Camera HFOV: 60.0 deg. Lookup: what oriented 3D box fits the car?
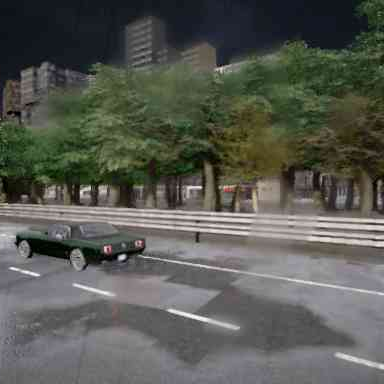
[{"bbox_3d":[-3.824,1.603,10.900,4.718,1.301,1.895,0,0,36],"label":"car"}]
